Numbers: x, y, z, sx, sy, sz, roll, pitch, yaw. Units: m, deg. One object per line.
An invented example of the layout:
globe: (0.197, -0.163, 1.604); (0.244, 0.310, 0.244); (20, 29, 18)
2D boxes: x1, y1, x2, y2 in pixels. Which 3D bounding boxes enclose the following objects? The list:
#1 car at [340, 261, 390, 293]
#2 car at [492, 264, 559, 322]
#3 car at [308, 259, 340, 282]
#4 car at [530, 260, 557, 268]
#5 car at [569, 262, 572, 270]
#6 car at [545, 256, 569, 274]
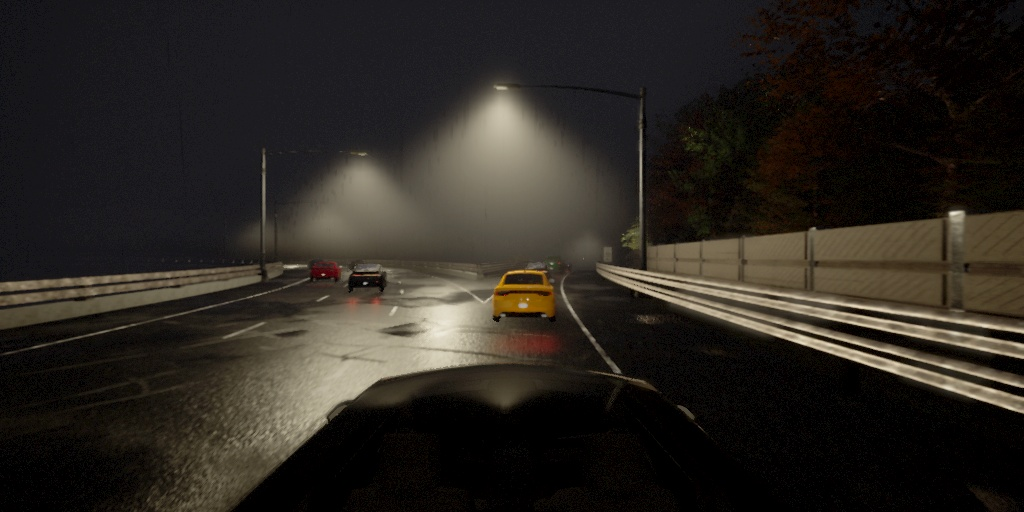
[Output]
car: (-8.299, 1.221, 20.912); (2.128, 1.511, 4.902); (0, 0, -17)
car: (0.472, 1.226, 12.439); (1.882, 1.535, 5.008); (0, 0, 4)
car: (-14.601, 1.199, 28.305); (1.882, 1.535, 5.008); (0, 0, -22)
car: (1.940, 1.240, 26.020); (2.128, 1.511, 4.902); (0, 0, 8)
car: (8.083, 1.493, 54.318); (1.895, 1.301, 4.718); (0, -1, 14)
car: (5.057, 0.972, 42.167); (2.150, 2.045, 5.566); (0, 0, 13)
